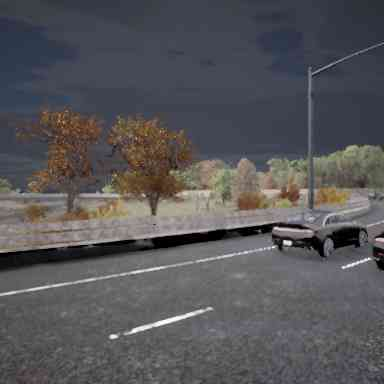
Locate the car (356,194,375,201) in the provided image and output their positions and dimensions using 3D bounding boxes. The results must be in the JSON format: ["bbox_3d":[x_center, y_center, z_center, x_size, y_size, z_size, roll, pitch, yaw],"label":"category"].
[{"bbox_3d":[38.856,1.217,75.494,2.128,1.511,4.902,0,0,7],"label":"car"}]

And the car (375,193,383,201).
[{"bbox_3d":[42.312,1.035,74.940,2.097,1.767,4.553,0,0,7],"label":"car"}]

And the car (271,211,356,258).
[{"bbox_3d":[4.980,1.469,12.700,4.902,1.511,2.128,0,0,-42],"label":"car"}]

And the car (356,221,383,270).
[{"bbox_3d":[7.031,1.465,9.840,4.902,1.511,2.128,0,0,-42],"label":"car"}]
